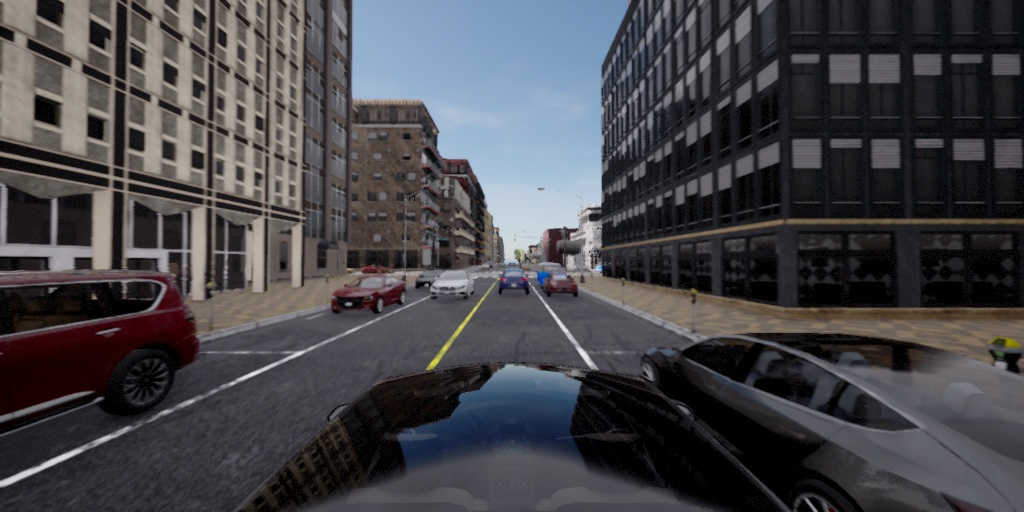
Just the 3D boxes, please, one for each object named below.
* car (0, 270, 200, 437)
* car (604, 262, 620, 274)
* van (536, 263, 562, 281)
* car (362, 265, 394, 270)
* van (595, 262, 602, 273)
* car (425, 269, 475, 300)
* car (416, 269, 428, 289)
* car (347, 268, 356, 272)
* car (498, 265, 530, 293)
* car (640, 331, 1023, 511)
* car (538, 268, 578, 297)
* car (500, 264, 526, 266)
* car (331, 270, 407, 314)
[{"bbox_3d":[-5.689,1.084,3.318,2.192,1.841,5.009,0,0,0],"label":"car"},{"bbox_3d":[14.945,1.650,46.918,5.009,1.841,2.192,0,0,0],"label":"car"},{"bbox_3d":[2.671,1.384,26.042,1.690,1.789,3.998,0,0,0],"label":"van"},{"bbox_3d":[-17.442,1.829,46.859,4.207,1.307,1.802,0,0,0],"label":"car"},{"bbox_3d":[14.927,1.818,55.296,3.998,1.789,1.690,0,0,0],"label":"van"},{"bbox_3d":[-3.088,1.488,19.360,1.812,1.442,4.674,0,-1,0],"label":"car"},{"bbox_3d":[-5.676,1.610,26.072,1.948,1.339,4.313,0,0,0],"label":"car"},{"bbox_3d":[-22.934,1.762,46.849,4.829,1.417,1.751,0,0,0],"label":"car"},{"bbox_3d":[0.110,1.528,22.680,1.812,1.442,4.674,0,-1,0],"label":"car"},{"bbox_3d":[2.659,1.334,3.288,1.948,1.339,4.313,0,0,0],"label":"car"},{"bbox_3d":[2.668,1.556,20.353,1.802,1.307,4.207,0,0,0],"label":"car"},{"bbox_3d":[0.111,1.724,35.503,1.994,1.385,4.181,0,-1,0],"label":"car"},{"bbox_3d":[-5.683,1.451,14.696,1.888,1.381,4.507,0,0,0],"label":"car"}]
